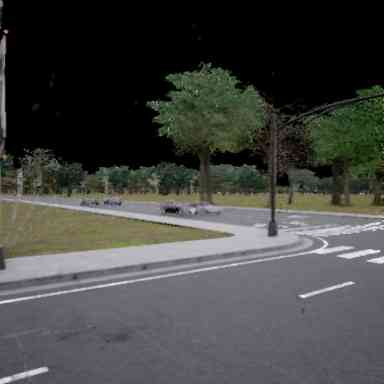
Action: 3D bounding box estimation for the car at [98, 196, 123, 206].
[{"bbox_3d":[-12.829,1.495,53.350,1.837,1.490,4.892,0,-1,-36],"label":"car"}]

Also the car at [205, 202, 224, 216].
[{"bbox_3d":[1.116,1.656,34.089,1.895,1.301,4.718,0,0,-36],"label":"car"}]

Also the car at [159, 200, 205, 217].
[{"bbox_3d":[-1.304,1.529,31.889,2.128,1.511,4.902,0,0,-36],"label":"car"}]

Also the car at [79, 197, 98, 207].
[{"bbox_3d":[-16.229,1.514,52.518,2.033,1.411,5.357,0,0,-36],"label":"car"}]
